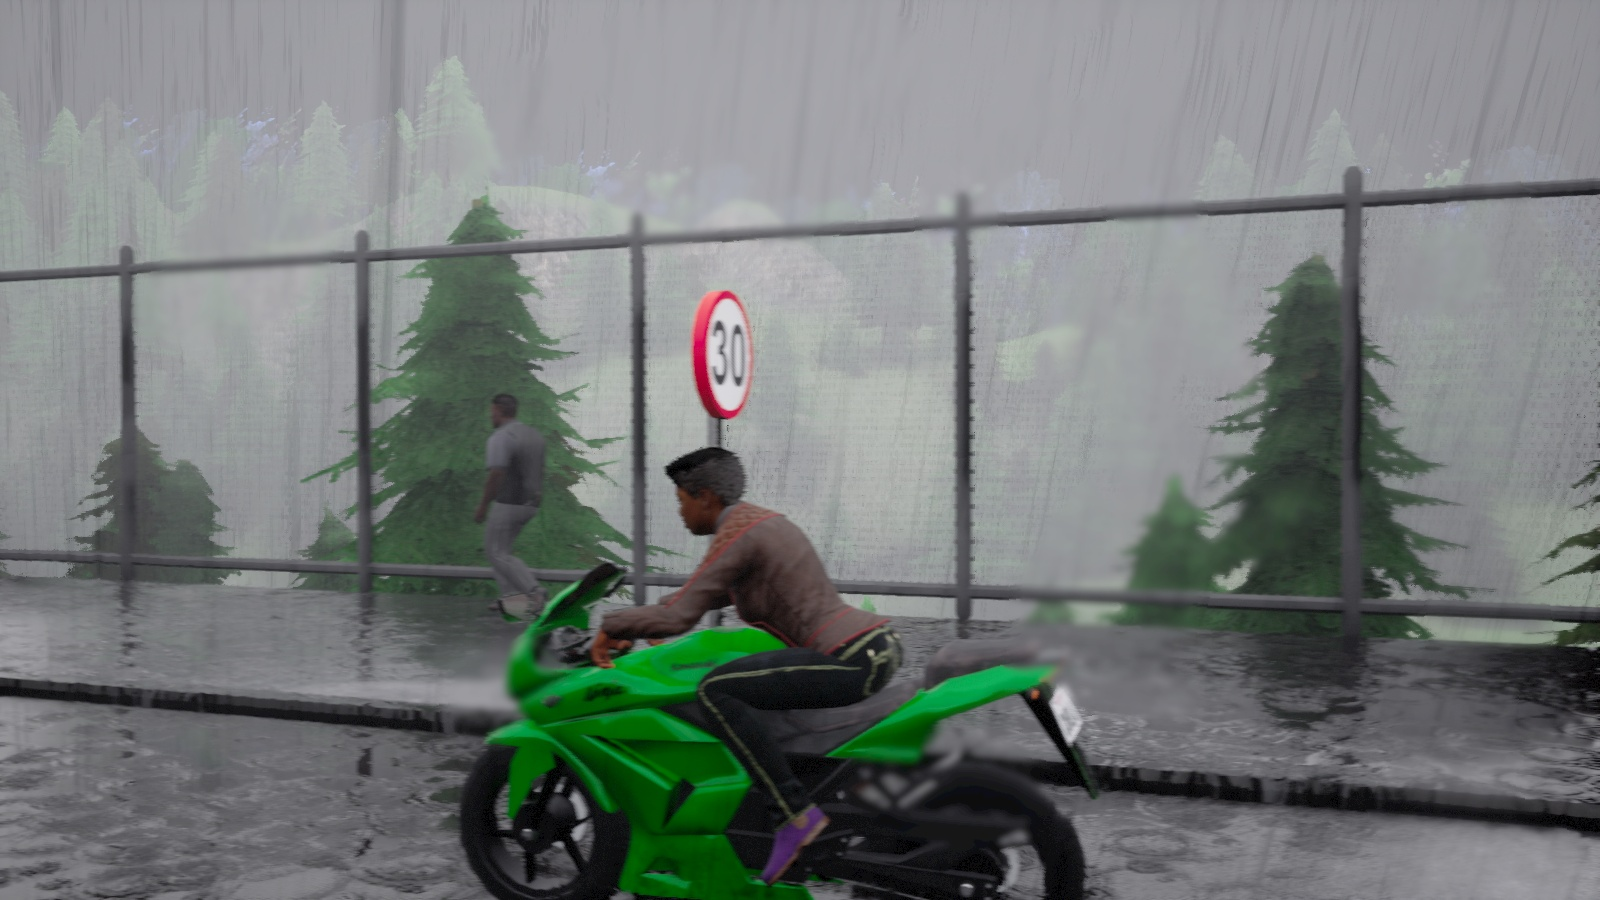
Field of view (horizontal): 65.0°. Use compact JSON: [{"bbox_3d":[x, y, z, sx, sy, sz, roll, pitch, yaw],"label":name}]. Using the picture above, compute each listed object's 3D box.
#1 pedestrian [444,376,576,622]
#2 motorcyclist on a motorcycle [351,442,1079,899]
[{"bbox_3d":[-2.299,0.368,9.976,0.849,1.883,0.563,1,1,19],"label":"pedestrian"},{"bbox_3d":[-0.245,0.747,3.803,2.044,1.523,0.797,1,1,19],"label":"motorcyclist on a motorcycle"}]
